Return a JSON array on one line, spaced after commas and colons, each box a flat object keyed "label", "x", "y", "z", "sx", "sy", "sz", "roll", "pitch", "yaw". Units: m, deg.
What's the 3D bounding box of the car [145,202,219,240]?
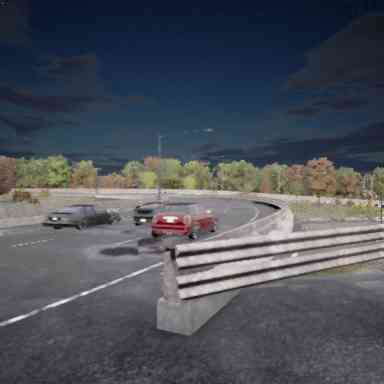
[{"label": "car", "x": -0.182, "y": 1.286, "z": 16.812, "sx": 2.097, "sy": 1.767, "sz": 4.553, "roll": 0, "pitch": 0, "yaw": 22}]

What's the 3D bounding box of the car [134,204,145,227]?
[{"label": "car", "x": -2.069, "y": 1.415, "z": 21.857, "sx": 1.837, "sy": 1.490, "sz": 4.892, "roll": 0, "pitch": 0, "yaw": 19}]

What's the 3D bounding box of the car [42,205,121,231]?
[{"label": "car", "x": -6.382, "y": 1.454, "z": 19.941, "sx": 2.033, "sy": 1.411, "sz": 5.357, "roll": 0, "pitch": 0, "yaw": 21}]
